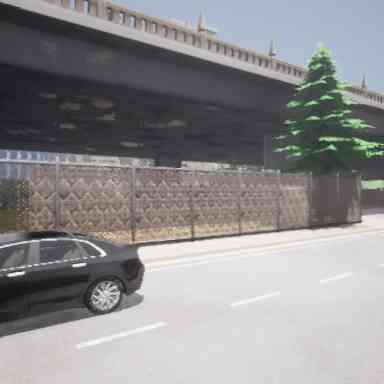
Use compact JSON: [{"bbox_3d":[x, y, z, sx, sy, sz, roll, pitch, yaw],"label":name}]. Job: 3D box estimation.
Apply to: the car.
[{"bbox_3d":[-3.228,1.505,5.989,4.892,1.490,1.837,0,0,-36],"label":"car"}]
